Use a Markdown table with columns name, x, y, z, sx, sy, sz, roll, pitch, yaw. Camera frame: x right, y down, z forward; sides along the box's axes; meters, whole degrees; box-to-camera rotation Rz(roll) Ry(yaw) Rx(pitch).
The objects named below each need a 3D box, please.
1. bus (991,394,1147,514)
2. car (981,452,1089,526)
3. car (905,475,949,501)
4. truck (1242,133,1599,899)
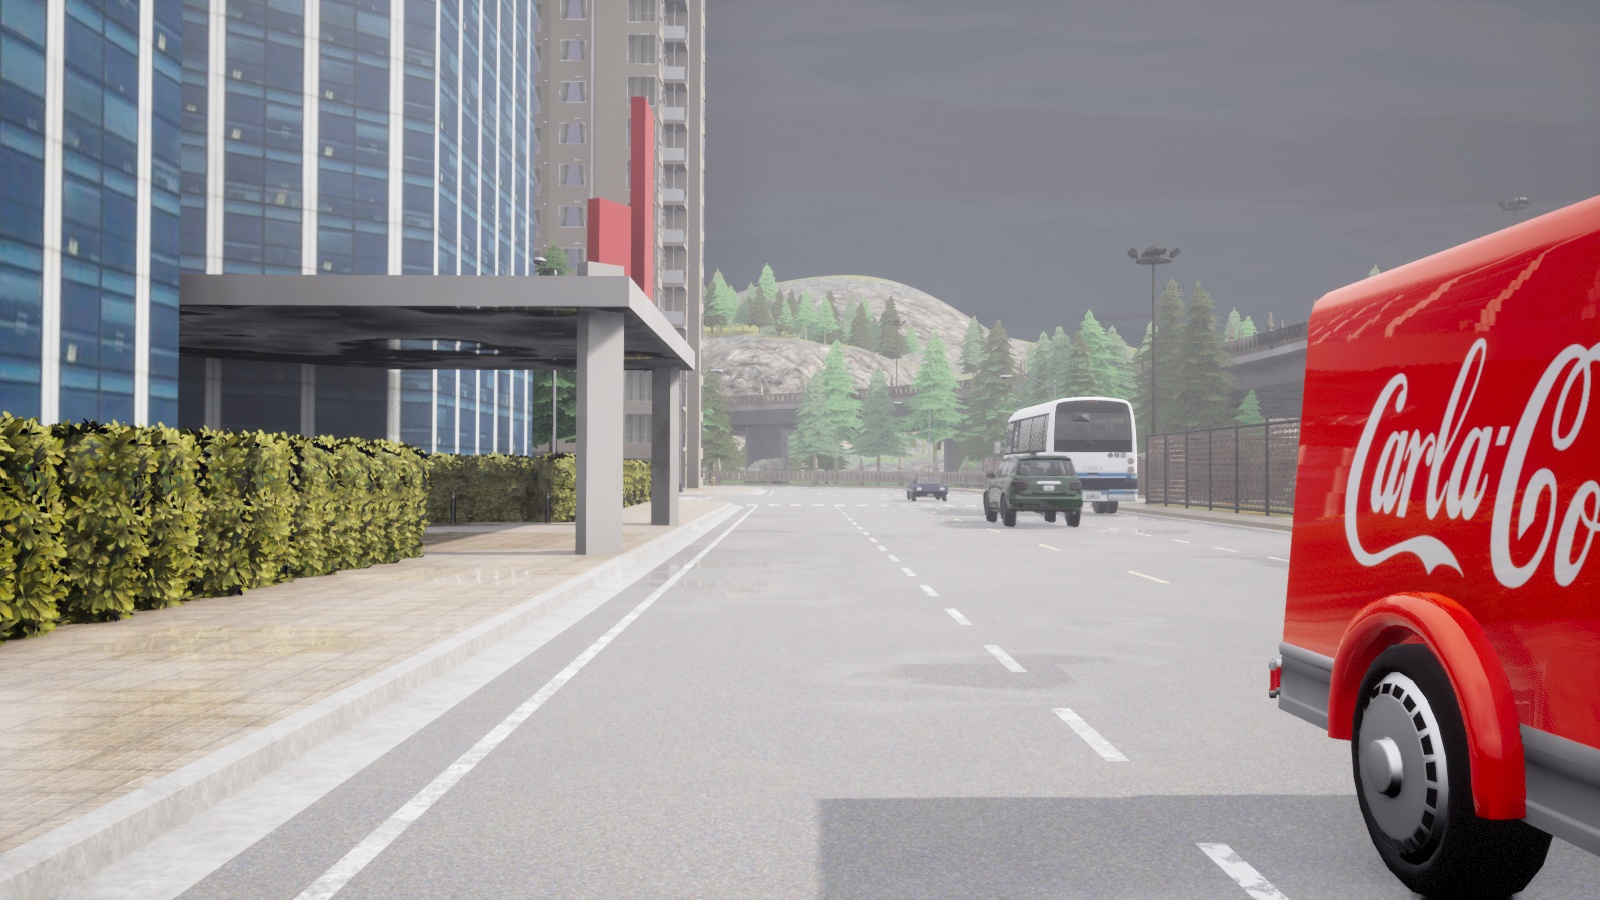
| name | x | y | z | sx | sy | sz | roll | pitch | yaw |
| --- | --- | --- | --- | --- | --- | --- | --- | --- | --- |
| bus | 10.362 | 0.232 | 49.859 | 3.944 | 4.253 | 10.273 | 0 | -1 | 0 |
| car | 6.899 | 1.135 | 37.533 | 2.150 | 2.045 | 5.566 | 0 | -1 | 0 |
| car | 6.821 | 2.037 | 67.801 | 1.895 | 1.301 | 4.718 | 0 | -1 | 0 |
| truck | 3.488 | 0.371 | 3.520 | 2.627 | 2.467 | 5.204 | 0 | -1 | 0 |
